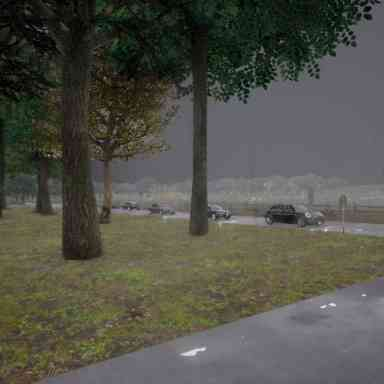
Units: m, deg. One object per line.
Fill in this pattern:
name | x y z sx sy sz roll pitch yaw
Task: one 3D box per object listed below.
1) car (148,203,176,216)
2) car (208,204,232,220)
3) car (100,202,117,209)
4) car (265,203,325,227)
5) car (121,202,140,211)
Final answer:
car | -3.950 2.213 42.593 1.837 1.490 4.892 -1 0 -35
car | 1.997 2.028 34.098 1.837 1.490 4.892 -1 0 -35
car | -16.540 2.653 65.651 2.033 1.411 5.357 -1 0 -35
car | 7.864 1.687 25.727 2.097 1.767 4.553 -1 0 -35
car | -10.593 2.435 57.176 1.837 1.490 4.892 -1 0 -35
